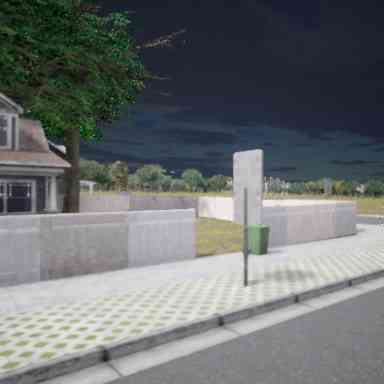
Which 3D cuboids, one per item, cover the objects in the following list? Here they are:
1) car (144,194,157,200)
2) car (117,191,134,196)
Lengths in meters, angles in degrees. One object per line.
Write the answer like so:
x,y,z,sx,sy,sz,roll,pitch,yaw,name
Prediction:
-6.387,0.967,51.391,1.994,1.385,4.181,0,1,-35,car
-11.867,0.629,58.871,2.097,1.767,4.553,0,1,-36,car
